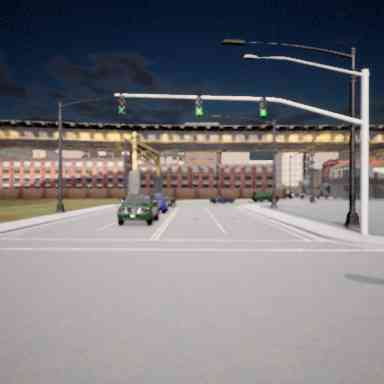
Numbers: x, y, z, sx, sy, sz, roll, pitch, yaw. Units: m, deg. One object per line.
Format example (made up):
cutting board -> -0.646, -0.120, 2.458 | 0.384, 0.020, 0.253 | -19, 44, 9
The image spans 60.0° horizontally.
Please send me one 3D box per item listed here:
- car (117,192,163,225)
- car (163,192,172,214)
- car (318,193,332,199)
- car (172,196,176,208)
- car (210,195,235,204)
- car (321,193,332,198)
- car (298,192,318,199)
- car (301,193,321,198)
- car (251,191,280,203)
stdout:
car -> -3.582, 1.093, 23.084 | 2.150, 2.045, 5.566 | 0, 0, 1
car -> -3.585, 1.024, 33.487 | 2.150, 2.045, 5.566 | 0, 0, 0
car -> 32.385, 1.016, 79.899 | 2.038, 1.542, 4.974 | 0, 0, 31
car -> -3.232, 1.225, 43.943 | 2.128, 1.511, 4.902 | 0, 0, 6
car -> 5.096, 1.222, 55.274 | 2.033, 1.411, 5.357 | 0, 0, 39
car -> 32.412, 0.858, 79.942 | 1.853, 1.218, 4.536 | 0, 0, 31
car -> 29.347, 0.996, 82.066 | 2.038, 1.542, 4.974 | 0, 0, -29
car -> 29.322, 0.838, 82.110 | 1.853, 1.218, 4.536 | 0, 0, -29
car -> 13.516, 0.871, 61.548 | 5.566, 2.045, 2.150 | 0, 0, -24
